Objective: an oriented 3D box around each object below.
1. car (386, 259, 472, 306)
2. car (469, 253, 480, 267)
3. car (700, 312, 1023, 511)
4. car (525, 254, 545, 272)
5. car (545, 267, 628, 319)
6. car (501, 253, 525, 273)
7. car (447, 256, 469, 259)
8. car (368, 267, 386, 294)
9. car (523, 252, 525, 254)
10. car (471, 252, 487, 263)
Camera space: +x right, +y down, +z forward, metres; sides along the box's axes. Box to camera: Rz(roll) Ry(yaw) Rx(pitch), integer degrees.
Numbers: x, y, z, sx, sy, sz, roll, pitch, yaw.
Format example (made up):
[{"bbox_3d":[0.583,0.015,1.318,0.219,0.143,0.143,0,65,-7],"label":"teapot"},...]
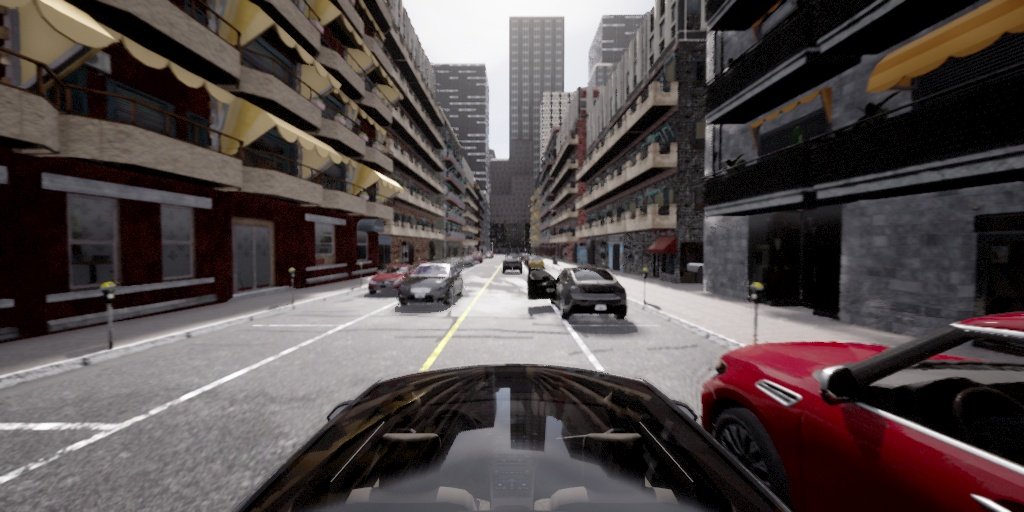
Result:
[{"bbox_3d":[-3.092,1.044,14.519,2.128,1.511,4.902,0,1,0],"label":"car"},{"bbox_3d":[-5.676,0.618,45.959,2.007,1.370,4.403,0,0,0],"label":"car"},{"bbox_3d":[2.689,1.074,1.117,2.192,1.841,5.009,0,0,0],"label":"car"},{"bbox_3d":[2.702,0.680,40.496,1.751,1.417,4.829,0,0,0],"label":"car"},{"bbox_3d":[2.359,1.097,11.940,1.837,1.490,4.892,0,1,0],"label":"car"},{"bbox_3d":[0.051,0.759,33.957,1.837,1.490,4.892,0,1,1],"label":"car"},{"bbox_3d":[-5.680,0.791,34.757,2.007,1.370,4.403,0,0,0],"label":"car"},{"bbox_3d":[-5.686,1.081,17.952,1.802,1.307,4.207,0,0,0],"label":"car"},{"bbox_3d":[2.706,0.422,51.529,1.967,1.591,4.097,0,0,0],"label":"car"},{"bbox_3d":[-5.673,0.211,57.162,2.192,1.841,5.009,0,0,0],"label":"car"}]
